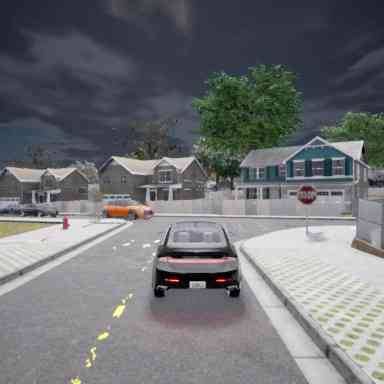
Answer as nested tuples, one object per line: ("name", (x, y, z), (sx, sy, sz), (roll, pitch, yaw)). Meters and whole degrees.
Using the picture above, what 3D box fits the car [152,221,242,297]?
("car", (0.101, 1.494, 8.544), (2.128, 1.511, 4.902), (0, 0, 0))

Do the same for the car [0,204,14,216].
("car", (-22.304, 2.245, 41.704), (4.674, 1.442, 1.812), (-2, -2, 30))

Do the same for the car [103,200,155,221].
("car", (-5.335, 1.435, 27.943), (4.553, 1.767, 2.097), (-2, -2, 32))

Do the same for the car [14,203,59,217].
("car", (-15.860, 1.921, 34.487), (4.892, 1.490, 1.837), (-1, -2, 31))
